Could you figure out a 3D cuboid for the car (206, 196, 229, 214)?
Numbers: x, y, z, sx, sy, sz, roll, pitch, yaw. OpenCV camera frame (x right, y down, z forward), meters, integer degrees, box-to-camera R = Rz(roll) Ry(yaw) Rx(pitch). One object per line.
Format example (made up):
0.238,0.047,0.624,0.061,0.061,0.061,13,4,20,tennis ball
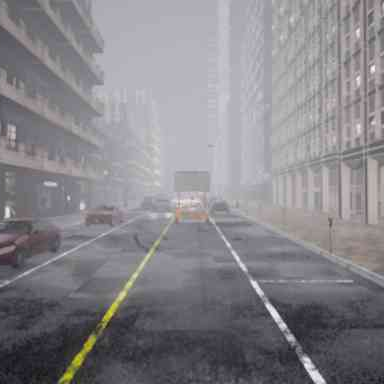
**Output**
2.709,1.390,33.185,1.887,1.381,4.507,1,0,0,car

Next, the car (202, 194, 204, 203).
2.711,1.337,44.281,1.887,1.381,4.507,1,0,0,car

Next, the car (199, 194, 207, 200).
2.716,1.182,83.117,1.802,1.307,4.206,1,0,0,car

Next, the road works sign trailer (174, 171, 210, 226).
0.003,0.359,22.657,2.380,3.560,2.880,0,0,0,road works sign trailer

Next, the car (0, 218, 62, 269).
-5.675,1.532,10.926,1.802,1.307,4.206,1,0,0,car

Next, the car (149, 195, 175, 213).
-3.091,1.361,35.263,1.812,1.442,4.674,0,0,0,car

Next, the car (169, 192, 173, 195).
-5.662,0.999,66.393,2.192,1.841,5.009,1,0,0,car

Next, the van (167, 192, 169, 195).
-5.663,1.052,60.848,1.690,1.788,3.998,1,0,0,van

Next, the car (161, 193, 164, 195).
-5.668,1.311,49.755,1.887,1.381,4.507,1,0,0,car

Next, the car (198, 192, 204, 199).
2.713,1.261,60.925,2.008,1.369,4.403,1,0,0,car

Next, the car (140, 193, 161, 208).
-5.667,1.233,44.207,1.967,1.590,4.097,1,0,0,car

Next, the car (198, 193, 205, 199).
2.720,0.985,94.212,1.967,1.590,4.097,1,0,0,car

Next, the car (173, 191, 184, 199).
-2.989,0.580,76.001,2.150,2.045,5.566,0,0,0,car

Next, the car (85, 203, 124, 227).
-5.672,1.443,22.021,1.887,1.381,4.507,1,0,0,car

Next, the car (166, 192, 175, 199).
-5.661,0.888,88.580,2.192,1.841,5.009,1,0,0,car

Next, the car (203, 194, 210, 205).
2.712,1.259,38.732,1.967,1.590,4.097,1,0,0,car

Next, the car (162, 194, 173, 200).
-5.664,1.180,77.488,2.008,1.369,4.403,1,0,0,car

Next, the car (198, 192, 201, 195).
2.715,1.180,72.190,1.752,1.417,4.829,1,0,0,car

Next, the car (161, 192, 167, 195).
-5.665,1.179,55.302,1.967,1.590,4.097,1,0,0,car

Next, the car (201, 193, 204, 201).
2.712,1.310,49.830,1.887,1.381,4.507,1,0,0,car

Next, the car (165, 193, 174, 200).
-5.661,1.041,83.034,1.967,1.590,4.097,1,0,0,car
